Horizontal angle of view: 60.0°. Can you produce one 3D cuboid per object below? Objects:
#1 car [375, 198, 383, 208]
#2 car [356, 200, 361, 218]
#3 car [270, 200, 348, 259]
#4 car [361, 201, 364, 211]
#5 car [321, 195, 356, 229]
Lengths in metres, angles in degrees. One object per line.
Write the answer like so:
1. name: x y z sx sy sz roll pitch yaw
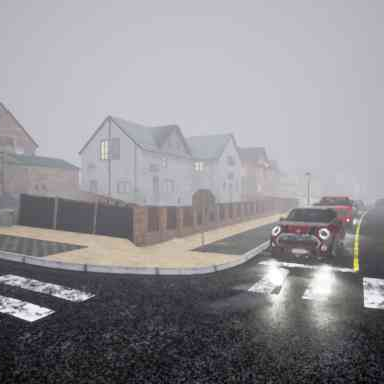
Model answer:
1. car: 29.546 1.736 51.484 1.882 1.535 5.008 0 0 32
2. car: 14.578 1.450 31.627 2.097 1.767 4.553 0 0 29
3. car: 4.569 1.359 12.876 2.097 1.767 4.553 0 0 30
4. car: 21.890 1.742 44.369 2.033 1.411 5.357 0 0 31
5. car: 9.748 1.264 22.660 2.150 2.045 5.566 0 0 27
